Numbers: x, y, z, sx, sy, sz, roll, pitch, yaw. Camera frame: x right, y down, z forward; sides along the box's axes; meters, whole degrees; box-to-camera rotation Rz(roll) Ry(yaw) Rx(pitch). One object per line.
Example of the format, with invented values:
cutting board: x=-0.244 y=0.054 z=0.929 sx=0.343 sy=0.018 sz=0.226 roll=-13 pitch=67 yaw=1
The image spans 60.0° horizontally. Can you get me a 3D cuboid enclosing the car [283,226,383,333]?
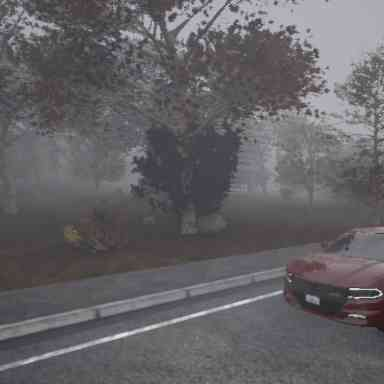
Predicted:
car: x=3.987 y=1.478 z=6.893 sx=5.008 sy=1.535 sz=1.882 roll=0 pitch=0 yaw=-36
